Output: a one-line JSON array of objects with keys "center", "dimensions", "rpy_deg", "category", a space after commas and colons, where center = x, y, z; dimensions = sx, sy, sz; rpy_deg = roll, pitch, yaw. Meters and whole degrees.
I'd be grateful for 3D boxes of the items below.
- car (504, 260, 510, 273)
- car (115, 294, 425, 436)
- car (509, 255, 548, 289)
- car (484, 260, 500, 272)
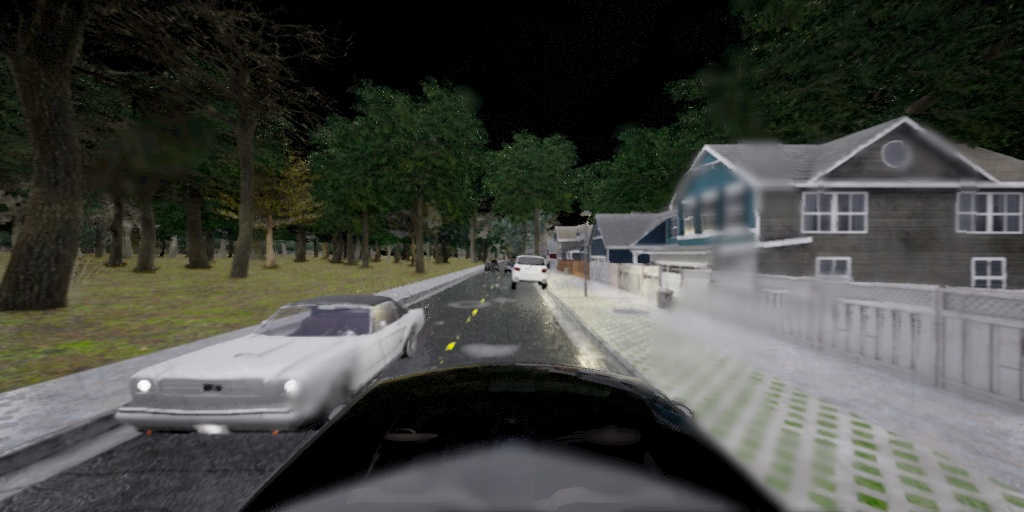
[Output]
[{"center": [0.104, 1.360, 43.901], "dimensions": [1.994, 1.385, 4.181], "rpy_deg": [0, 0, 2], "category": "car"}, {"center": [-2.839, 1.338, 5.614], "dimensions": [1.895, 1.301, 4.718], "rpy_deg": [0, 0, 0], "category": "car"}, {"center": [1.077, 1.020, 23.061], "dimensions": [2.150, 2.045, 5.566], "rpy_deg": [3, -1, 0], "category": "car"}, {"center": [-2.584, 1.297, 47.208], "dimensions": [1.837, 1.490, 4.892], "rpy_deg": [0, 0, 1], "category": "car"}]
